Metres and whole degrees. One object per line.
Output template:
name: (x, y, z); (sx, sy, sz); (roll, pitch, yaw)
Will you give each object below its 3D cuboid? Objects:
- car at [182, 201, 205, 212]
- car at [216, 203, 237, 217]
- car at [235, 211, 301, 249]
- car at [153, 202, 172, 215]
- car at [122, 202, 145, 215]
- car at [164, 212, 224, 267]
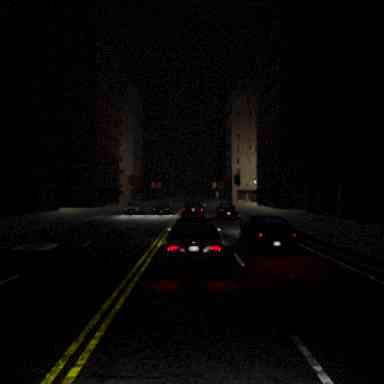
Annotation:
car: (0.105, 1.624, 31.386); (2.097, 1.767, 4.553); (0, 0, 0)
car: (3.363, 1.809, 32.691); (1.812, 1.442, 4.674); (0, 0, 0)
car: (3.337, 1.733, 15.186); (1.895, 1.301, 4.718); (0, 0, 0)
car: (-3.323, 1.857, 38.155); (1.812, 1.442, 4.674); (0, -1, 0)
car: (-6.574, 1.857, 38.189); (1.812, 1.442, 4.674); (0, -1, 0)
car: (0.073, 1.651, 11.799); (2.033, 1.411, 5.357); (0, 0, 0)
